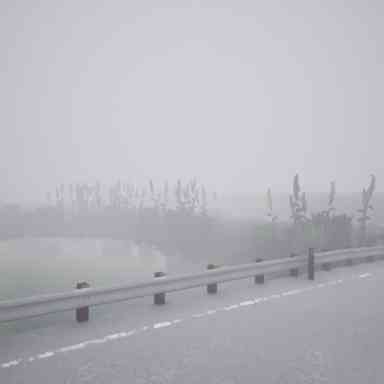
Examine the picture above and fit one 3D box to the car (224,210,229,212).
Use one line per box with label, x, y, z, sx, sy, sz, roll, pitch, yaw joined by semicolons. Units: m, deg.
car;3.925;3.177;54.097;1.895;1.301;4.718;2;-1;-43
